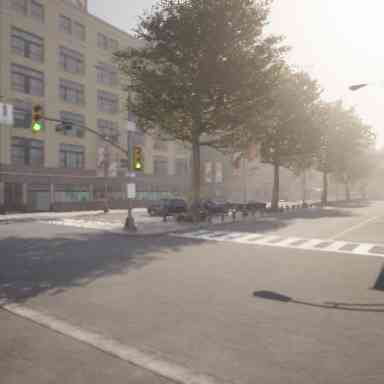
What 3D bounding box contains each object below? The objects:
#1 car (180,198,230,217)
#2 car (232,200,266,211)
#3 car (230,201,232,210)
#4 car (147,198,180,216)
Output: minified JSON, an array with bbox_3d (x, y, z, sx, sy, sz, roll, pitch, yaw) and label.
[{"bbox_3d":[1.324,1.351,31.526,2.097,1.767,4.553,0,0,36],"label":"car"},{"bbox_3d":[7.070,1.600,39.622,1.895,1.301,4.718,0,0,36],"label":"car"},{"bbox_3d":[3.523,1.600,40.680,1.895,1.301,4.718,0,0,36],"label":"car"},{"bbox_3d":[-2.317,1.351,32.431,2.097,1.767,4.553,0,0,36],"label":"car"}]
